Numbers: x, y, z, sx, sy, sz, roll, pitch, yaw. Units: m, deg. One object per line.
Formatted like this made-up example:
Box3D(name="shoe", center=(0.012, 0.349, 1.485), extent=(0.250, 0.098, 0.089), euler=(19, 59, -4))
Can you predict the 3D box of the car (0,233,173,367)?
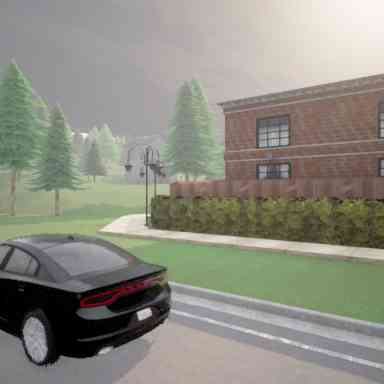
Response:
Box3D(name="car", center=(-2.641, 1.477, 5.876), extent=(5.008, 1.535, 1.882), euler=(0, 0, 36))
